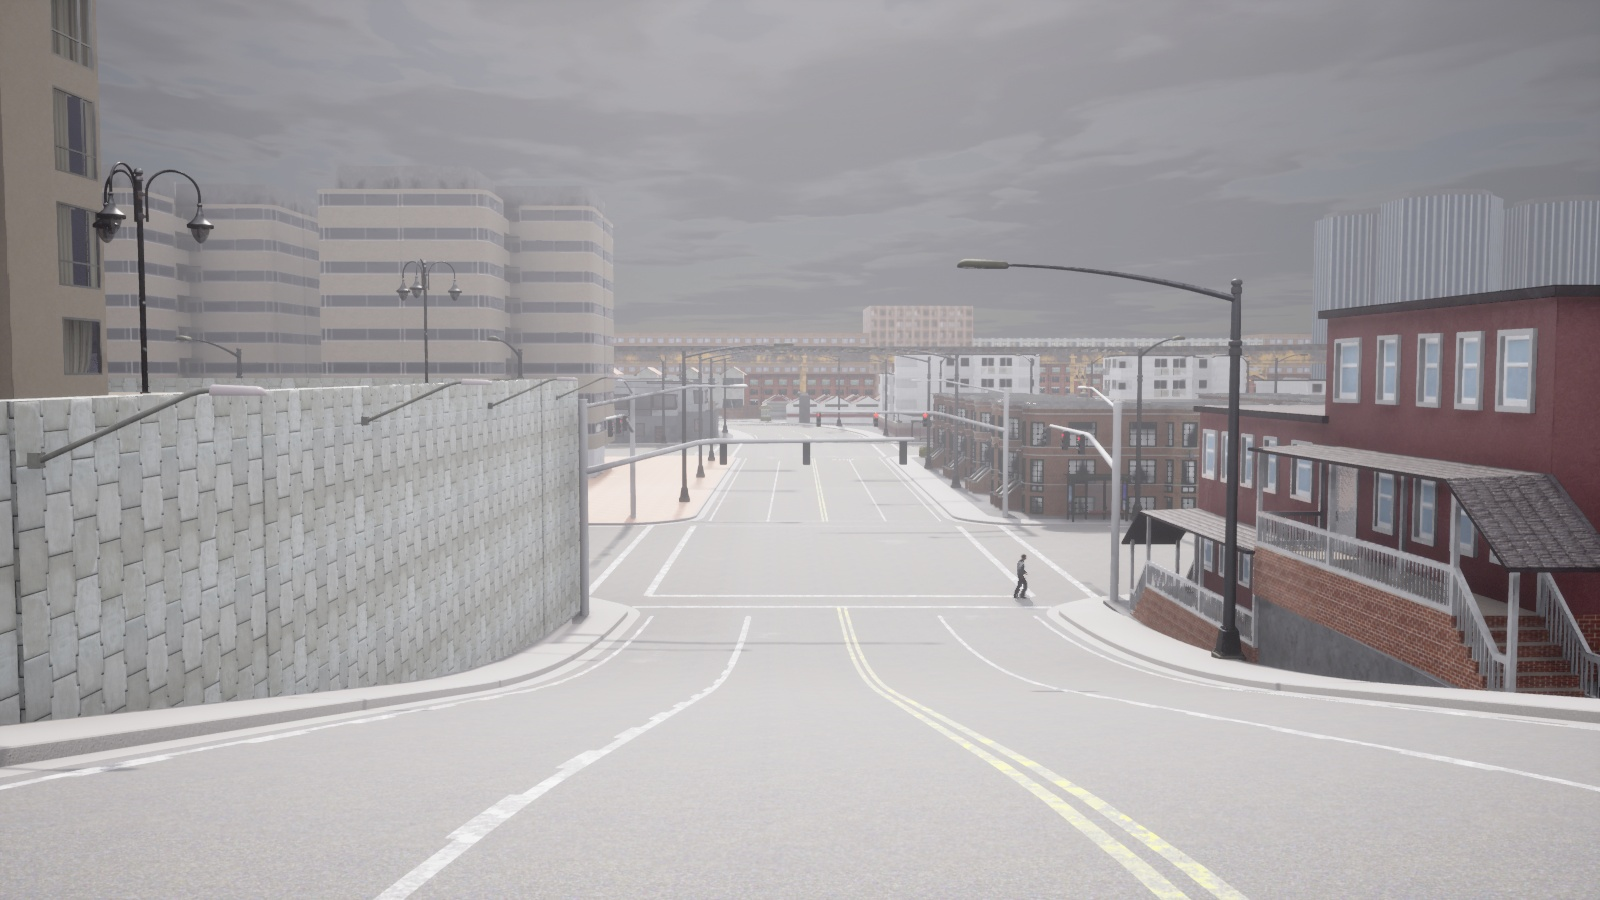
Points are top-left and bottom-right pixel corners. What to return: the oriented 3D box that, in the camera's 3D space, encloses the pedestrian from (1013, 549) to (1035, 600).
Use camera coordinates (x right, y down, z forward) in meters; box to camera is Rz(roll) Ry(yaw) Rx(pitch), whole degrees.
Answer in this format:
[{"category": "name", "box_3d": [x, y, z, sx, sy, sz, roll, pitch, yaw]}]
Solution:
[{"category": "pedestrian", "box_3d": [8.866, 4.911, 49.662, 0.788, 1.949, 0.423, 0, 4, 1]}]
